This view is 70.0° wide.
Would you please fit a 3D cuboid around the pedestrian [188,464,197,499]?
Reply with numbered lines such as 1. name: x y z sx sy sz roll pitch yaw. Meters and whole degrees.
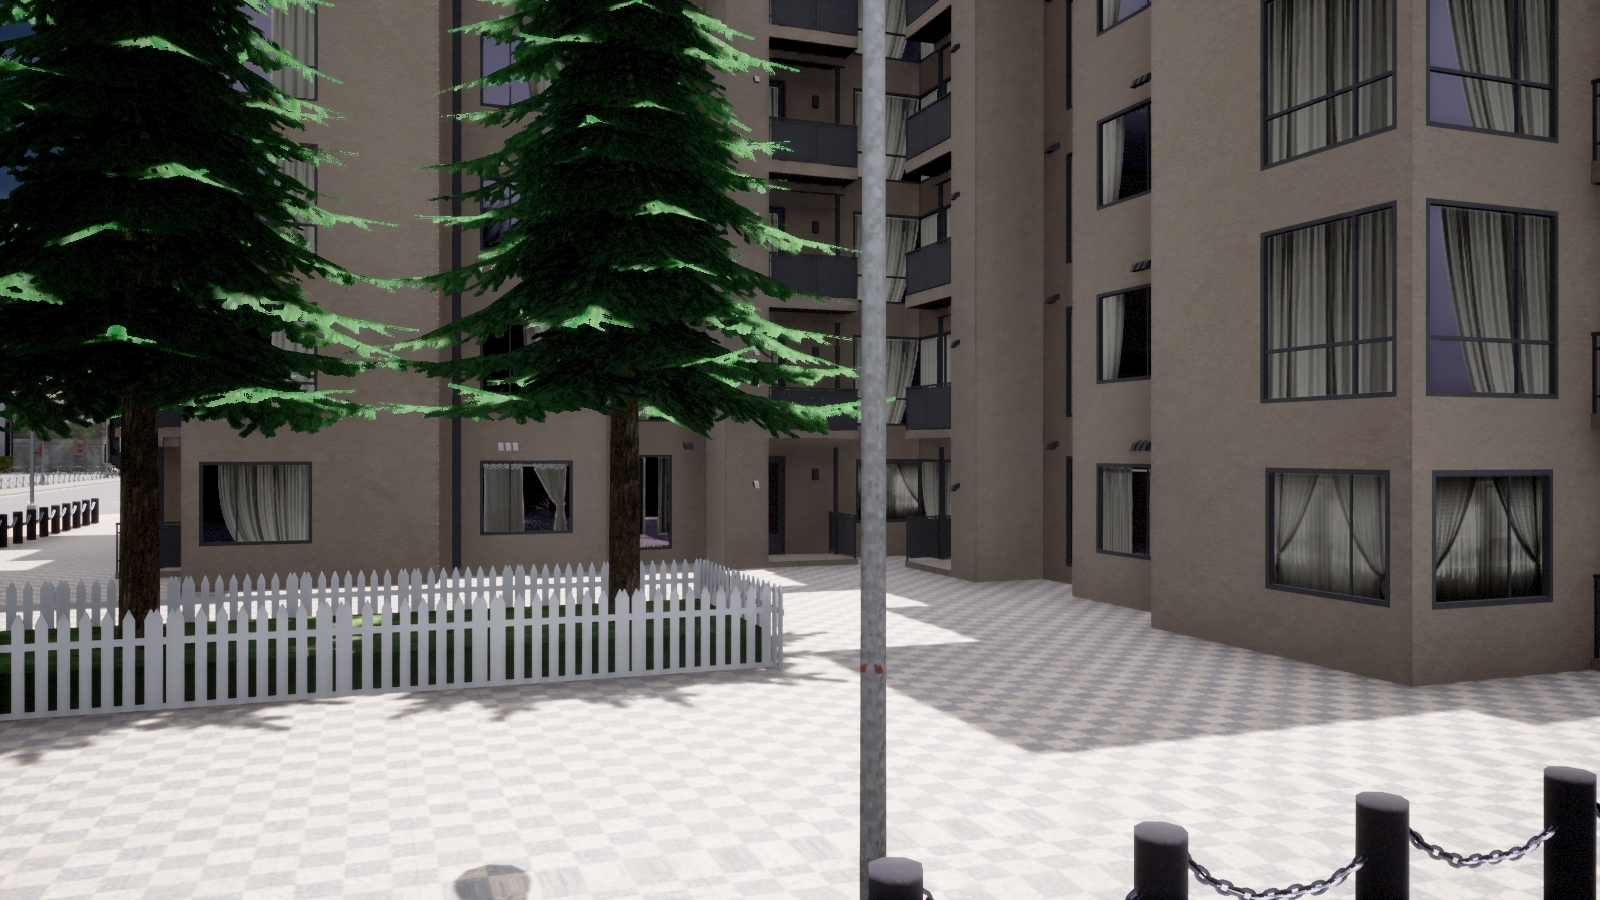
1. pedestrian: -32.674 1.671 61.450 0.375 1.860 0.375 0 0 -25
